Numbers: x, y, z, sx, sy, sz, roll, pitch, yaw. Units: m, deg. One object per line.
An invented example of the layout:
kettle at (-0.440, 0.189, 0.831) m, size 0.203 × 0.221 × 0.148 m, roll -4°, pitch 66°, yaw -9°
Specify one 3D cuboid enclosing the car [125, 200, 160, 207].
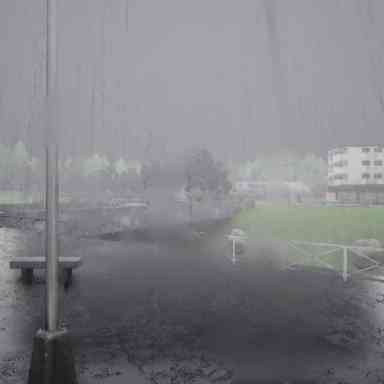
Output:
car at (-6.107, 1.601, 41.736) m, size 1.895 × 1.301 × 4.718 m, roll 0°, pitch 0°, yaw 36°
